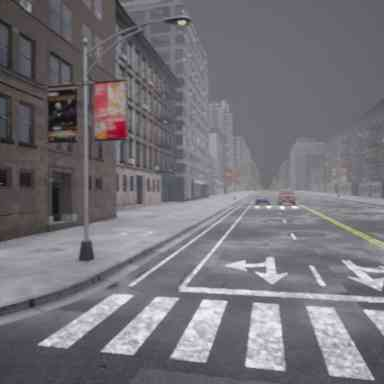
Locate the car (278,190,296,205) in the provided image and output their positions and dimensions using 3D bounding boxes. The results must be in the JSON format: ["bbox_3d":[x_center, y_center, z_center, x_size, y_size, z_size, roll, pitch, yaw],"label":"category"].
[{"bbox_3d":[13.050,0.693,45.975,2.150,2.045,5.566,-1,1,12],"label":"car"}]

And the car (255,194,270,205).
[{"bbox_3d":[9.884,0.978,46.700,1.882,1.535,5.008,-1,1,12],"label":"car"}]
